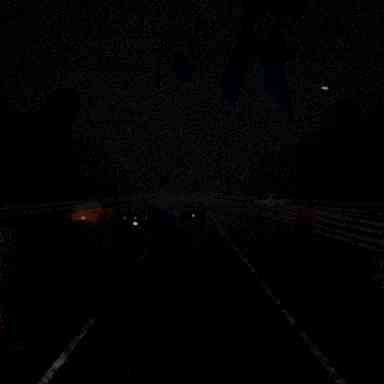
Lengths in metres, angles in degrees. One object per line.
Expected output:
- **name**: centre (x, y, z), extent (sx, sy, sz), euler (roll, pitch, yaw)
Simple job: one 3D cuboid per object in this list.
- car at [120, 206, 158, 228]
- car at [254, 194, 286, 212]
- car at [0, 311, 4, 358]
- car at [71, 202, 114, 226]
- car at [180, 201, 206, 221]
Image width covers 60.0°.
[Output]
- **car**: centre (-3.397, 1.595, 22.200), extent (1.895, 1.301, 4.718), euler (0, 0, 0)
- **car**: centre (9.339, 1.274, 40.069), extent (2.150, 2.045, 5.566), euler (0, 0, -11)
- **car**: centre (-3.395, 1.342, 2.317), extent (2.097, 1.767, 4.553), euler (1, 0, 0)
- **car**: centre (-6.898, 1.471, 23.579), extent (1.882, 1.535, 5.008), euler (0, 0, 0)
- **car**: centre (0.102, 1.485, 26.623), extent (2.128, 1.511, 4.902), euler (0, 0, 0)
